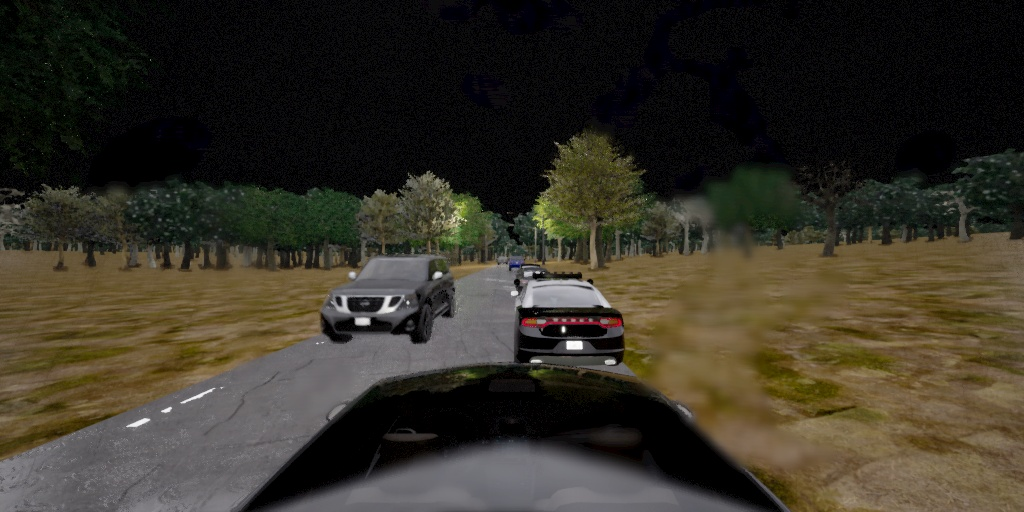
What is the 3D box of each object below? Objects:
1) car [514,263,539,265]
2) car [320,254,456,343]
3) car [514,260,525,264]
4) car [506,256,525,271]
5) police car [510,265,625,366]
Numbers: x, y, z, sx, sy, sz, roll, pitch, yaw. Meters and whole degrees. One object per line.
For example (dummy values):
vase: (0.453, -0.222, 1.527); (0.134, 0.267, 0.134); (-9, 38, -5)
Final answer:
car: (1.119, 1.276, 18.003); (1.812, 1.442, 4.674); (0, 0, 1)
car: (-2.983, 0.970, 10.003); (2.150, 2.045, 5.566); (0, 0, 1)
car: (1.193, 1.259, 24.002); (1.837, 1.490, 4.892); (0, 0, 1)
car: (0.675, 0.999, 50.099); (2.150, 2.045, 5.566); (0, 0, 1)
police car: (0.996, 1.174, 8.112); (1.930, 1.638, 5.238); (0, 0, 1)
